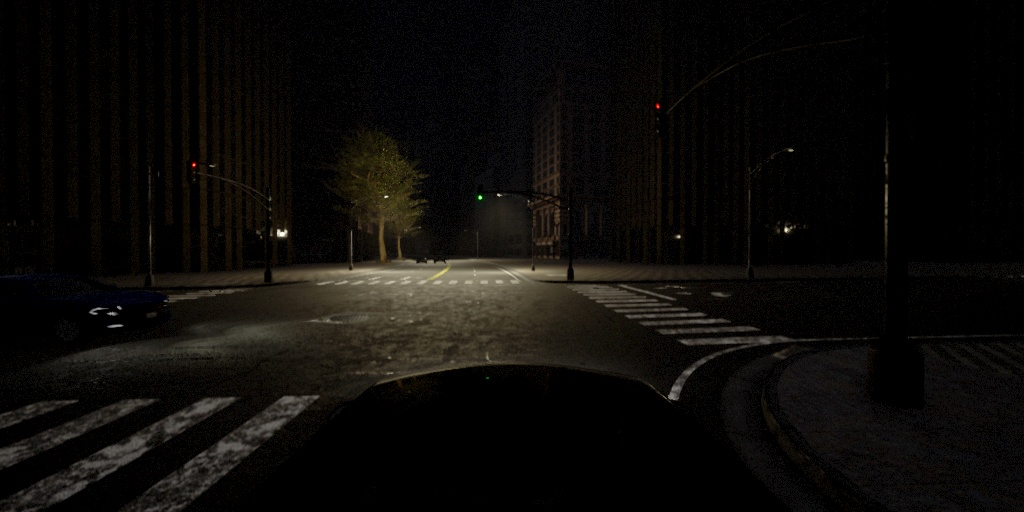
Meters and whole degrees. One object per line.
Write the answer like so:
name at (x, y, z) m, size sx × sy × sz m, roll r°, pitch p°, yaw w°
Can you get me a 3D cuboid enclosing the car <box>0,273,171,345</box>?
car at (-11.221, 1.172, 8.550) m, size 5.008 × 1.535 × 1.882 m, roll 0°, pitch 1°, yaw -3°
